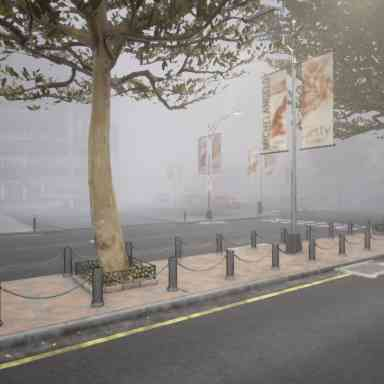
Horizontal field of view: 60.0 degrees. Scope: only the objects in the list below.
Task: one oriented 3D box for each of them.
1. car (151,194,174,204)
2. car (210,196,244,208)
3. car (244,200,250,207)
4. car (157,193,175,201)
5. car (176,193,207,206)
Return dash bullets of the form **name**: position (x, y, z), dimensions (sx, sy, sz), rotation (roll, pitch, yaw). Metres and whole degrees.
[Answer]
- **car**: position (-6.088, 1.564, 63.577), dimensions (1.994, 1.385, 4.181), rotation (0, 0, -42)
- **car**: position (4.915, 1.352, 48.890), dimensions (2.097, 1.767, 4.553), rotation (0, 0, -35)
- **car**: position (6.978, 1.526, 52.034), dimensions (1.812, 1.442, 4.674), rotation (0, 0, -36)
- **car**: position (-5.093, 1.222, 67.880), dimensions (5.566, 2.045, 2.150), rotation (0, 0, 45)
- **car**: position (-0.181, 1.352, 55.969), dimensions (2.097, 1.767, 4.553), rotation (0, 0, -36)
